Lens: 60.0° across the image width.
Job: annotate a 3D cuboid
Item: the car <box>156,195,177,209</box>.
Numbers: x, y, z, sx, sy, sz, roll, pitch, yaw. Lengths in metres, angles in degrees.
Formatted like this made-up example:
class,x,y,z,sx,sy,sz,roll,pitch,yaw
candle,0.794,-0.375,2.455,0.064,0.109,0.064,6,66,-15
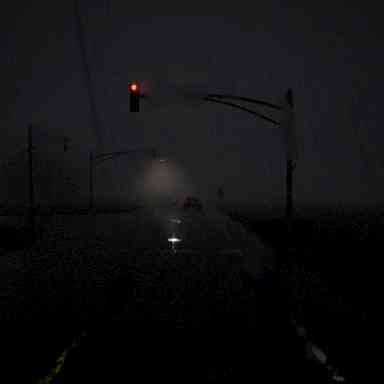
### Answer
class,x,y,z,sx,sy,sz,roll,pitch,yaw
car,-3.459,1.320,43.517,2.097,1.767,4.553,0,0,0

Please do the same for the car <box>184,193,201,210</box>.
class,x,y,z,sx,sy,sz,roll,pitch,yaw
car,0.112,1.321,42.787,2.097,1.767,4.553,0,0,2

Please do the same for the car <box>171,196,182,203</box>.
class,x,y,z,sx,sy,sz,roll,pitch,yaw
car,-3.286,1.476,70.859,1.994,1.385,4.181,0,0,0

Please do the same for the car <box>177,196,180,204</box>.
class,x,y,z,sx,sy,sz,roll,pitch,yaw
car,-3.431,1.308,52.298,2.097,1.767,4.553,0,0,0
